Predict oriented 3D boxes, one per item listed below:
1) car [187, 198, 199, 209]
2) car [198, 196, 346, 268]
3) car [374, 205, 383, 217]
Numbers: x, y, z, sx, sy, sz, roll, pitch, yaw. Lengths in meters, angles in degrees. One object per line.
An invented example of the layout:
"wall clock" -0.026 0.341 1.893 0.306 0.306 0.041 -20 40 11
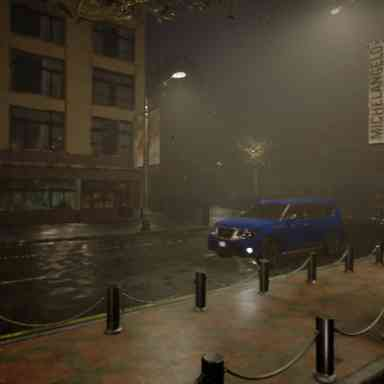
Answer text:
"car" 0.744 1.625 48.791 2.128 1.511 4.902 0 0 -32
"car" 3.178 1.267 11.789 5.566 2.045 2.150 1 0 -35
"car" 19.528 1.509 31.067 4.553 1.767 2.097 0 0 -6
